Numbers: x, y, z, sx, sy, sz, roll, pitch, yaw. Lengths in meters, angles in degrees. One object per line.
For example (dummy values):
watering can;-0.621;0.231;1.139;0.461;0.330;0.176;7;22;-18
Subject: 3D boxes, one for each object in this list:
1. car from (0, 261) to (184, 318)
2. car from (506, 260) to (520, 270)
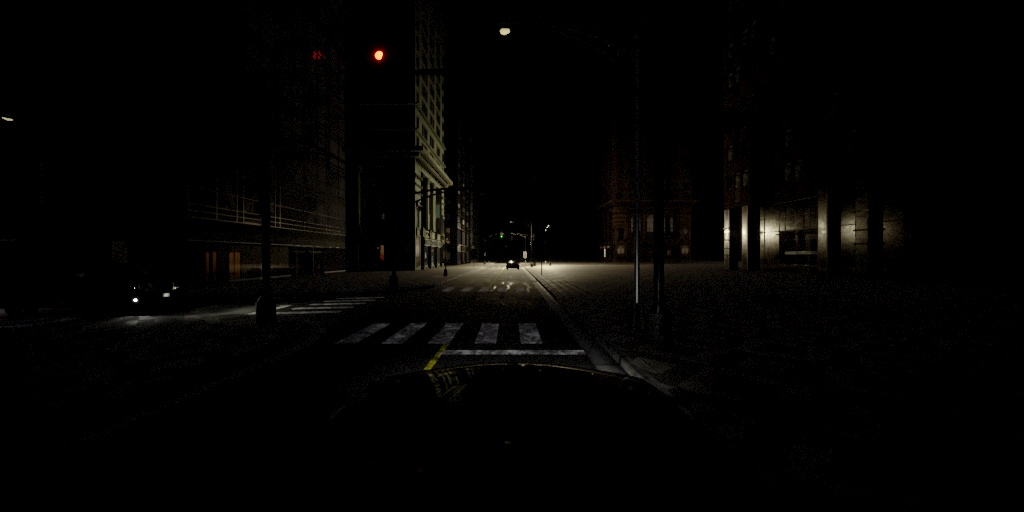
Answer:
car;-16.103;1.192;13.818;5.566;2.045;2.150;-1;0;0
car;0.117;1.325;53.436;1.994;1.385;4.181;0;0;0
